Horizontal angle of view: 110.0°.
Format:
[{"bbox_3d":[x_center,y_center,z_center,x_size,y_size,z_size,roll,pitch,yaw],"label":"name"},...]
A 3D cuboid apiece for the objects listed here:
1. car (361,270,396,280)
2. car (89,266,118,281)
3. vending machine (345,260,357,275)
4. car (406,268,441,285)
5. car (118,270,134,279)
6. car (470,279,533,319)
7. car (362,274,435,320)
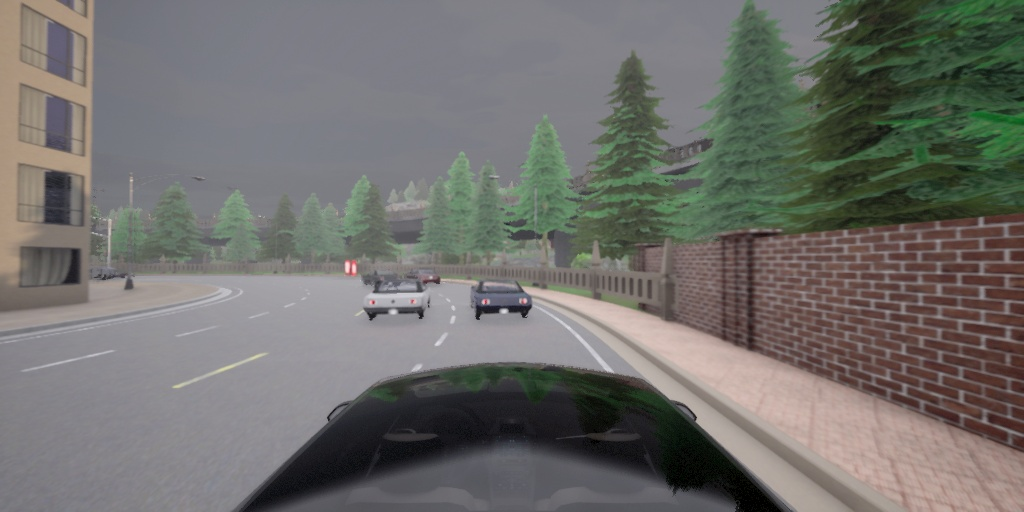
[{"bbox_3d":[-10.226,1.709,27.897,1.895,1.301,4.718,1,-1,-37],"label":"car"},{"bbox_3d":[-41.145,1.760,34.345,4.181,1.385,1.994,0,-1,1],"label":"car"},{"bbox_3d":[-20.347,1.541,45.298,0.880,2.100,1.100,0,0,24],"label":"vending machine"},{"bbox_3d":[-7.699,1.706,30.281,1.994,1.385,4.181,1,-1,-38],"label":"car"},{"bbox_3d":[-43.408,1.791,37.902,5.357,1.411,2.033,0,-1,1],"label":"car"},{"bbox_3d":[-0.607,1.515,13.690,1.895,1.301,4.718,0,-1,-9],"label":"car"},{"bbox_3d":[-4.111,1.512,13.532,1.895,1.301,4.718,0,-1,-10],"label":"car"}]
